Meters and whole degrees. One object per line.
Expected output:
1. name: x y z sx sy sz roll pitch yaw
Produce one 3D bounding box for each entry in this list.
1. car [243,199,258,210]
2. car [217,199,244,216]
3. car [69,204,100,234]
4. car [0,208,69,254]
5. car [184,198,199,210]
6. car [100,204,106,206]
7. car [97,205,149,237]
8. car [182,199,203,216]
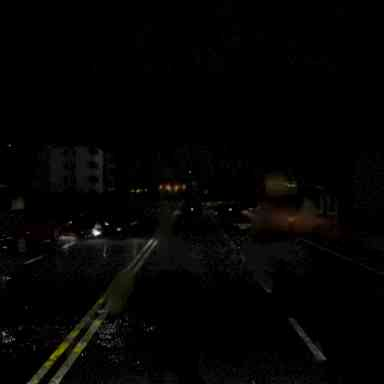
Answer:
1. car: 6.858 1.590 43.630 1.994 1.385 4.181 0 0 44
2. car: 3.538 1.583 32.285 1.994 1.385 4.181 0 0 1
3. car: -6.999 1.612 19.124 1.994 1.385 4.181 0 0 0
4. car: -7.090 1.486 13.708 1.882 1.535 5.008 0 0 0
5. car: -0.093 1.590 45.028 1.994 1.385 4.181 0 0 -2
6. car: -7.059 1.578 24.726 1.994 1.385 4.181 0 0 0
7. car: -3.509 1.537 18.330 1.812 1.442 4.674 0 0 0
8. car: 0.040 1.583 32.718 1.994 1.385 4.181 0 0 1
